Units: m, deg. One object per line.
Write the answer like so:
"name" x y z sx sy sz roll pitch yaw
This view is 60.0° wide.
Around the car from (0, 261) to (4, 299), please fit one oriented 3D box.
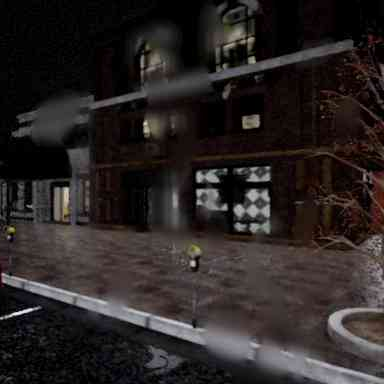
"car" -5.688 1.616 6.937 4.507 1.381 1.887 -1 0 36
